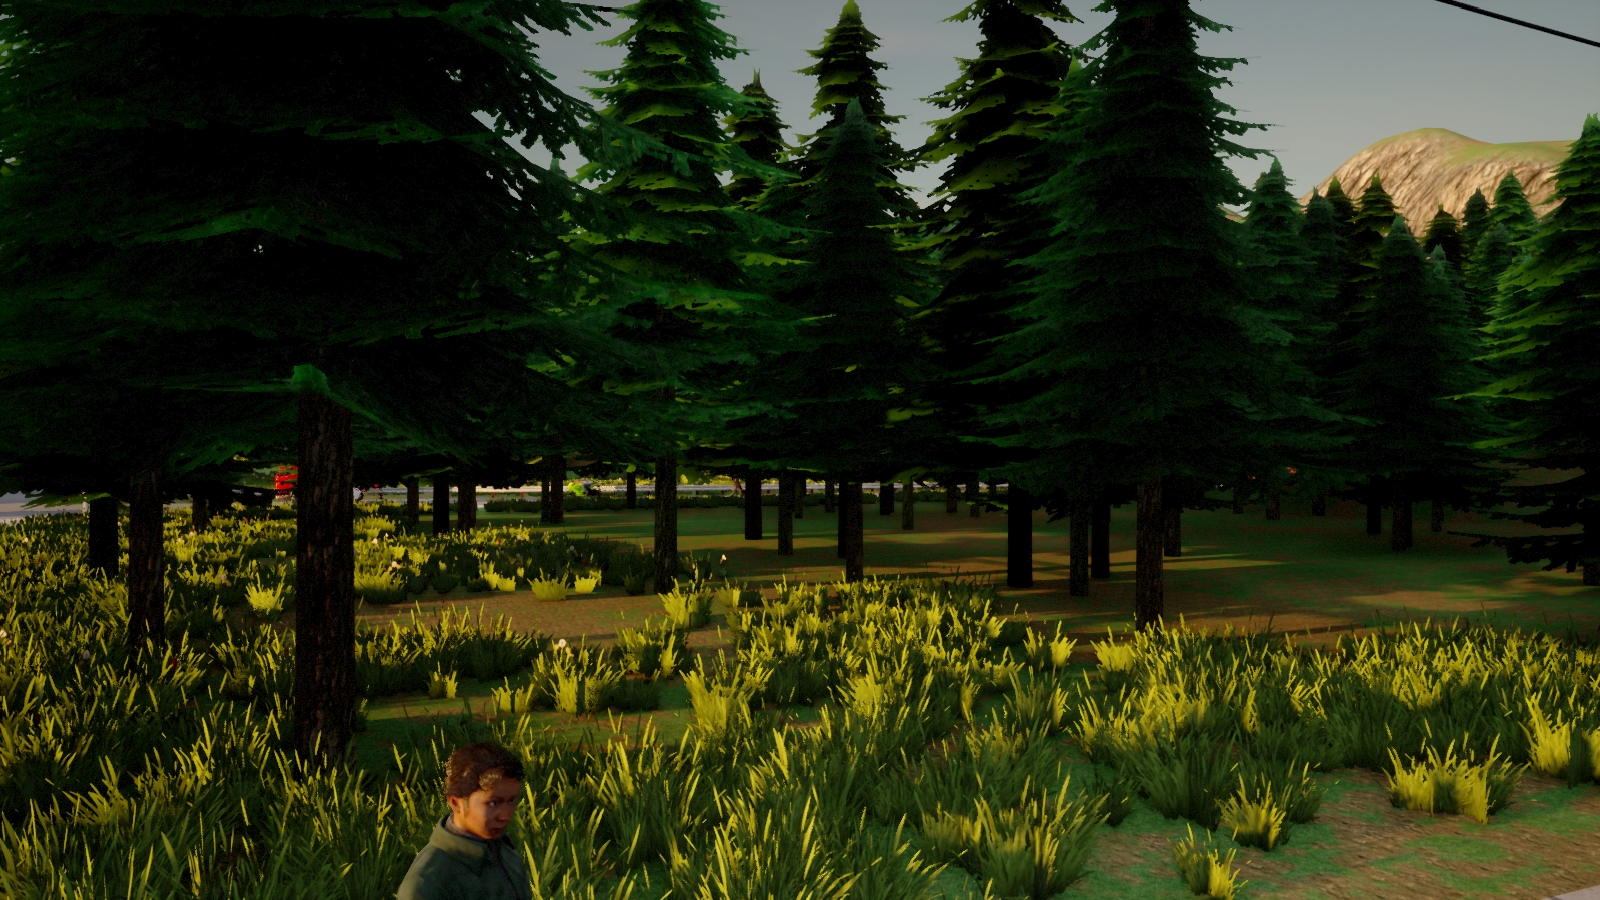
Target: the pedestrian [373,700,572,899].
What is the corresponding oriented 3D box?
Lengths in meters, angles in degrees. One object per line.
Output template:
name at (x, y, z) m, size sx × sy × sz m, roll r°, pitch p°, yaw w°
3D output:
pedestrian at (-0.883, 1.663, 3.114) m, size 0.375 × 1.860 × 0.375 m, roll 0°, pitch 0°, yaw 19°
